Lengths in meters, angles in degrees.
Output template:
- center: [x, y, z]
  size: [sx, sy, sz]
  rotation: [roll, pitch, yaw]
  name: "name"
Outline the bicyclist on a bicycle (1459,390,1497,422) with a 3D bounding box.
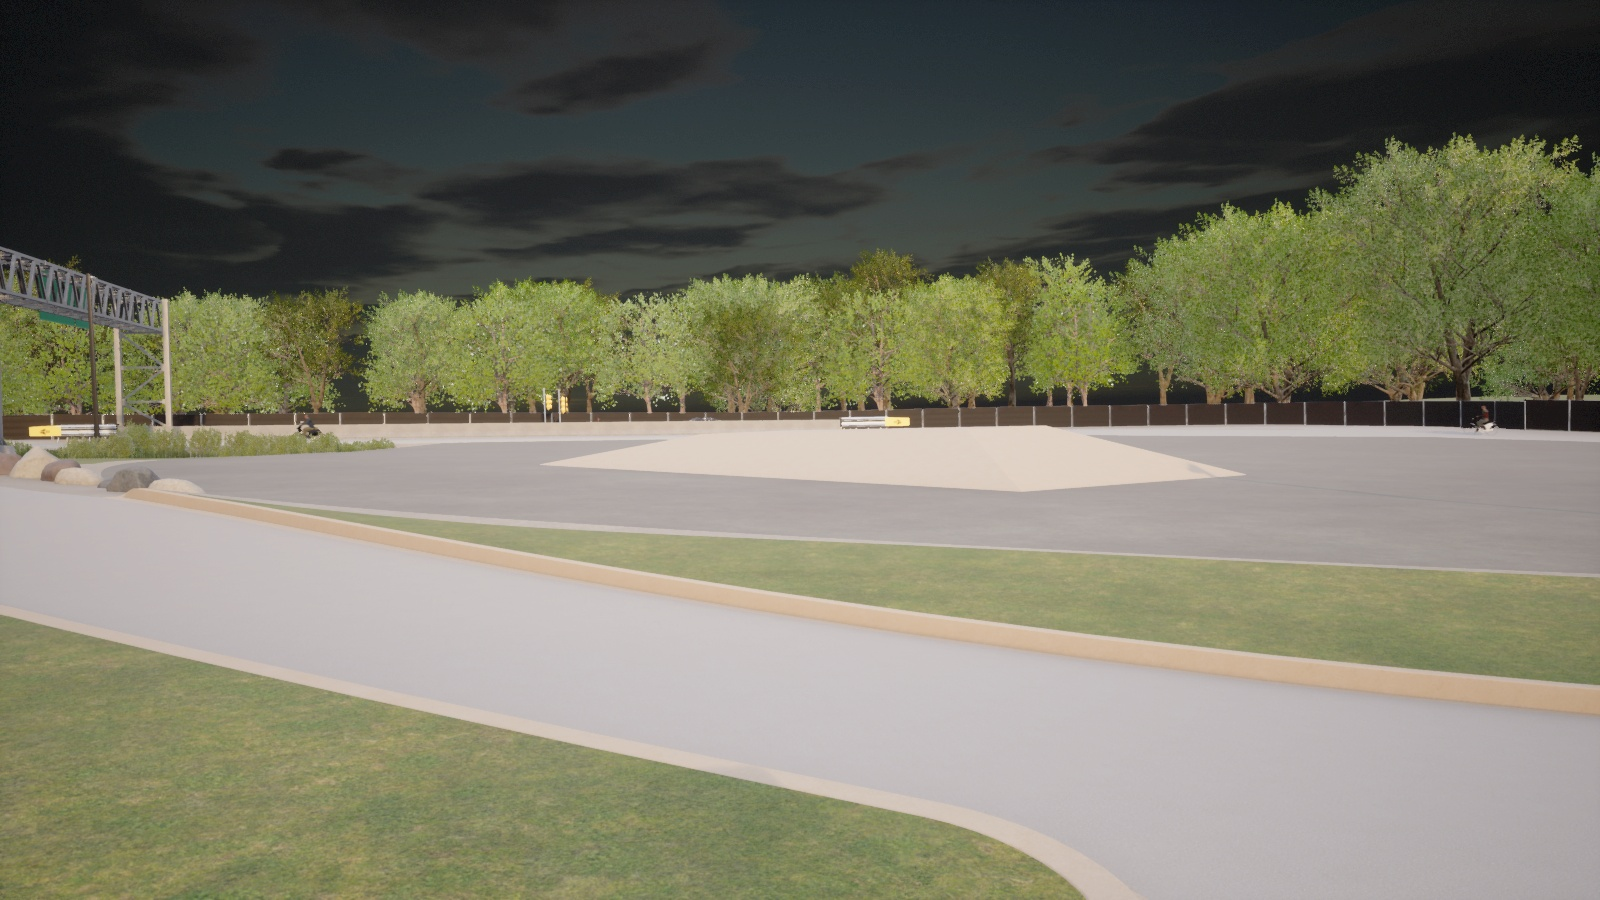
- center: [39.634, -2.573, 73.406]
  size: [0.659, 1.776, 1.843]
  rotation: [-6, 5, -44]
  name: "bicyclist on a bicycle"
